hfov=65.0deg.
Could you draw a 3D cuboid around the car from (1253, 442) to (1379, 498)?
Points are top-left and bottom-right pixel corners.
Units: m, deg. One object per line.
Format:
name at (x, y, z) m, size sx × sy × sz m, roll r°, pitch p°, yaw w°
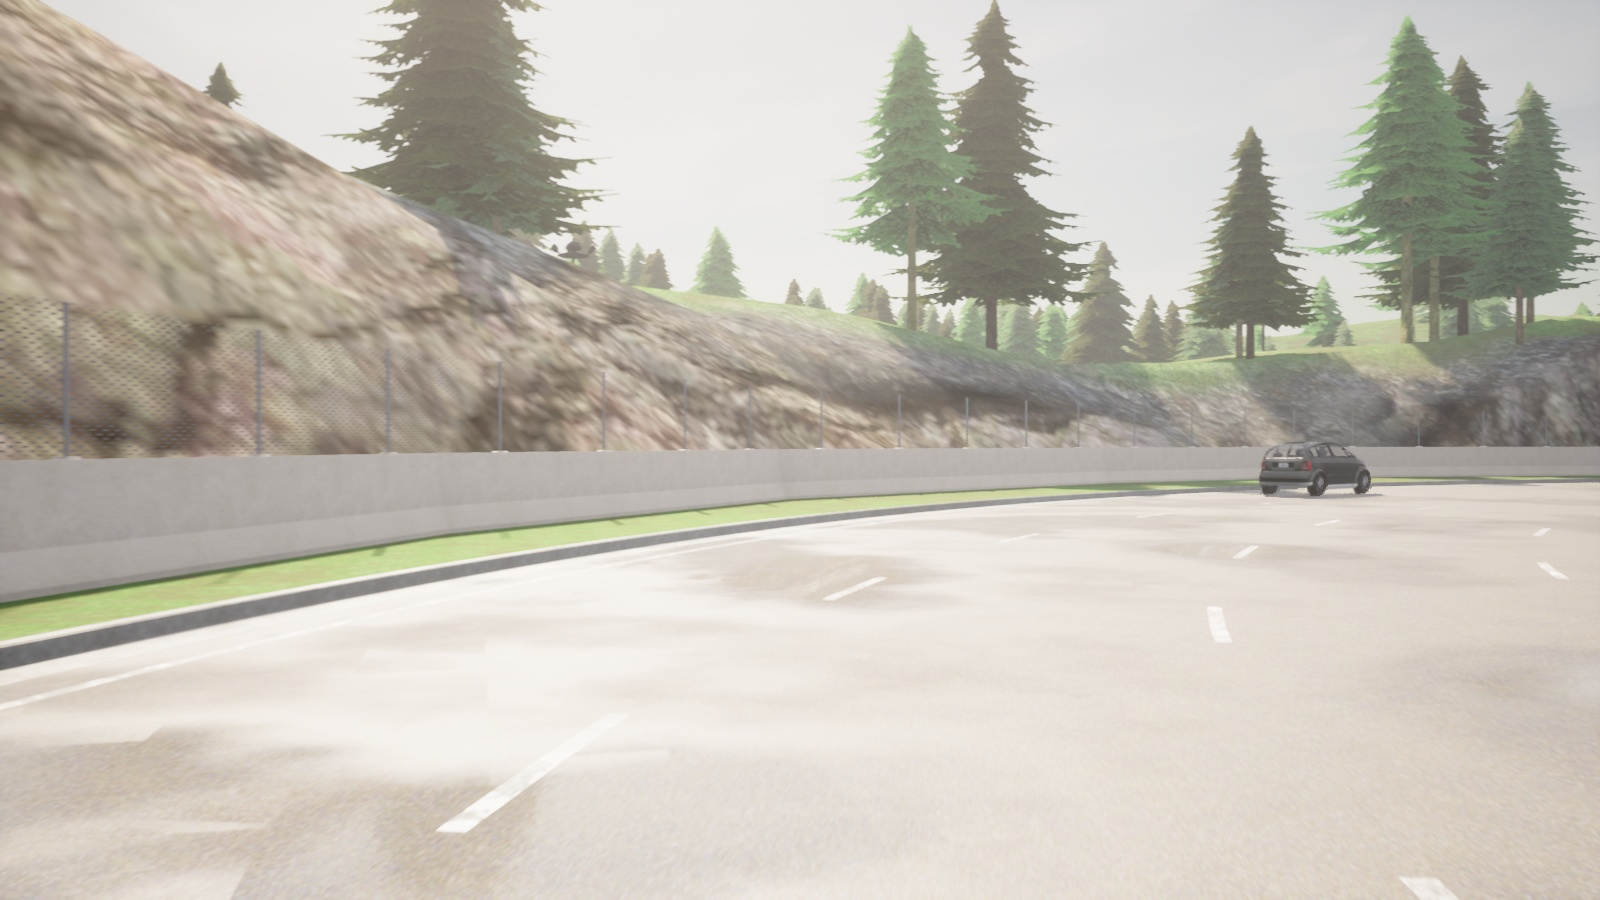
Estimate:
car at (14.926, 0.545, 36.252) m, size 3.705 × 1.549 × 1.789 m, roll 0°, pitch 0°, yaw -39°
